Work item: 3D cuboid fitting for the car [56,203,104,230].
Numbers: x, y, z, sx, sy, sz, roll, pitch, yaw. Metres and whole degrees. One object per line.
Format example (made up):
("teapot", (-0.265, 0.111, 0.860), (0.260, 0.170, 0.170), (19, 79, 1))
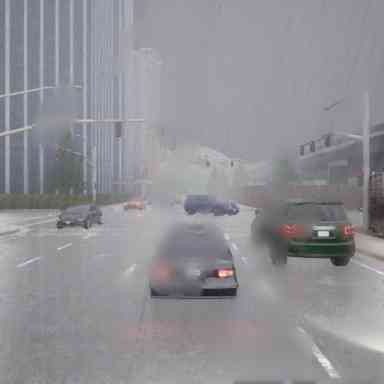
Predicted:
("car", (-7.095, 1.525, 21.472), (1.837, 1.490, 4.892), (0, 0, 0))

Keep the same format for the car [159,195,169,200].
("car", (-6.978, 1.325, 83.193), (1.895, 1.301, 4.718), (0, 0, 0))

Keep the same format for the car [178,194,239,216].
("car", (1.696, 1.248, 31.453), (5.566, 2.045, 2.150), (0, 1, 41))

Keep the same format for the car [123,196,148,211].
("car", (-7.089, 1.368, 41.207), (2.097, 1.767, 4.553), (0, 1, 0))

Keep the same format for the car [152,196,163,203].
("car", (-6.992, 1.525, 68.302), (1.812, 1.442, 4.674), (0, 0, 0))

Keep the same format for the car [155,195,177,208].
("car", (-3.558, 1.352, 46.618), (2.097, 1.767, 4.553), (0, 0, -1))

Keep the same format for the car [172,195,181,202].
("car", (-3.480, 1.476, 77.005), (1.882, 1.535, 5.008), (0, 0, 0))

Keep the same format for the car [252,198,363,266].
("car", (3.574, 1.221, 11.663), (2.150, 2.045, 5.566), (0, 0, 1))

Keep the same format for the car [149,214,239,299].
("car", (0.057, 1.547, 8.630), (2.033, 1.411, 5.357), (0, 0, 1))

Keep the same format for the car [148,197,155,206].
("car", (-7.076, 1.492, 53.616), (2.128, 1.511, 4.902), (0, 0, 0))

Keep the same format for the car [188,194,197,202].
("car", (0.021, 1.355, 78.648), (2.097, 1.767, 4.553), (0, 0, 0))
